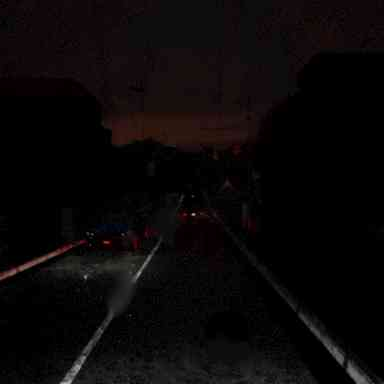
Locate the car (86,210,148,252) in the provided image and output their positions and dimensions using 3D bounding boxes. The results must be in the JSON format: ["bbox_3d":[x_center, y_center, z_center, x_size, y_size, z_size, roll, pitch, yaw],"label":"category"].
[{"bbox_3d":[-3.099,1.554,14.544,1.882,1.535,5.008,0,0,0],"label":"car"}]

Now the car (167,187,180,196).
[{"bbox_3d":[-3.081,-0.178,56.133,2.033,1.411,5.357,0,3,2],"label":"car"}]

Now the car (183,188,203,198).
[{"bbox_3d":[0.097,0.454,40.453,2.150,2.045,5.566,0,3,0],"label":"car"}]

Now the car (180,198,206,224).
[{"bbox_3d":[0.101,1.490,24.603,2.033,1.411,5.357,0,2,0],"label":"car"}]
